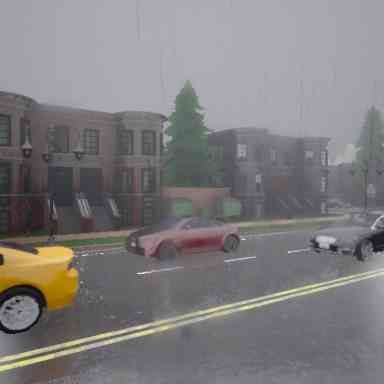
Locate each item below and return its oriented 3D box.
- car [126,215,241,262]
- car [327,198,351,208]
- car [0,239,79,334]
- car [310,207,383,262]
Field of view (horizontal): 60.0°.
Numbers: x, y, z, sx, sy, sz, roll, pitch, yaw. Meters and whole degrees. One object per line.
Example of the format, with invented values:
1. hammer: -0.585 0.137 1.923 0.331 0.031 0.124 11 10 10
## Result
1. car: -0.259 1.564 12.119 4.181 1.385 1.994 0 0 -33
2. car: 17.591 1.452 41.938 2.128 1.511 4.902 0 0 -31
3. car: -4.436 1.478 5.273 5.008 1.535 1.882 0 0 -33
4. car: 6.399 1.492 12.228 4.902 1.511 2.128 0 0 -33
